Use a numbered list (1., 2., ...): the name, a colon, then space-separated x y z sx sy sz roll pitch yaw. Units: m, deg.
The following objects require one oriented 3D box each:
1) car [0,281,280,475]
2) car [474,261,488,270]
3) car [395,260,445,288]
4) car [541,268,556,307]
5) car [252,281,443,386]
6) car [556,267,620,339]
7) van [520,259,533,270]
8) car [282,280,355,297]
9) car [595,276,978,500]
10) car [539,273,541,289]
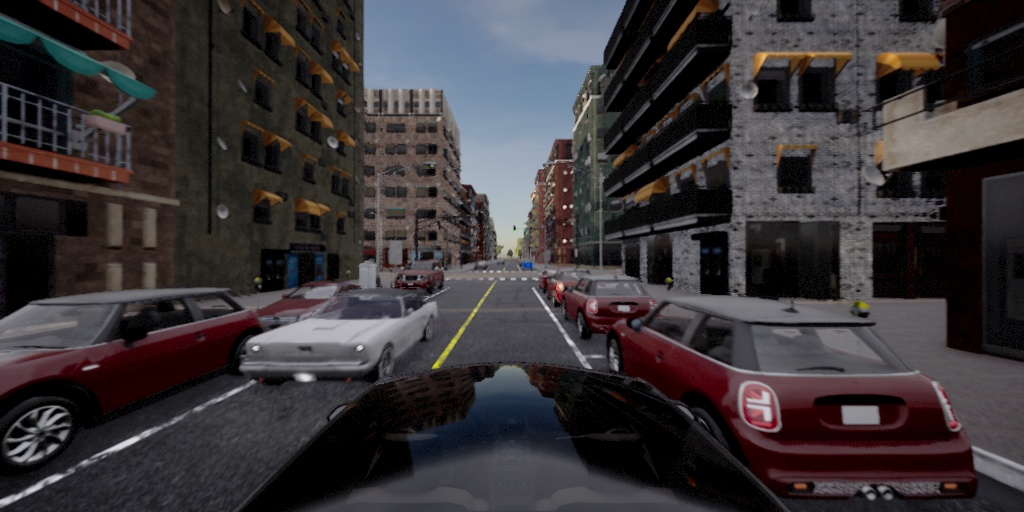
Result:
1. car: -5.315 1.203 4.574 1.967 1.591 4.097 0 0 0
2. car: -5.285 1.583 59.561 1.802 1.307 4.207 0 0 0
3. car: -5.316 1.153 21.357 2.192 1.841 5.009 0 0 0
4. car: 2.565 1.253 15.763 1.967 1.591 4.097 0 0 0
5. car: -2.850 1.376 7.141 1.895 1.301 4.718 0 0 0
6. car: 2.565 1.228 10.169 1.967 1.591 4.097 0 0 0
7. van: 2.562 1.341 59.400 1.690 1.789 3.998 0 0 0
8. car: -5.316 1.370 10.168 1.802 1.307 4.207 0 0 0
9. car: 2.565 1.203 4.574 1.967 1.591 4.097 0 0 0
10. car: 2.564 1.384 21.358 1.888 1.381 4.507 0 0 0
